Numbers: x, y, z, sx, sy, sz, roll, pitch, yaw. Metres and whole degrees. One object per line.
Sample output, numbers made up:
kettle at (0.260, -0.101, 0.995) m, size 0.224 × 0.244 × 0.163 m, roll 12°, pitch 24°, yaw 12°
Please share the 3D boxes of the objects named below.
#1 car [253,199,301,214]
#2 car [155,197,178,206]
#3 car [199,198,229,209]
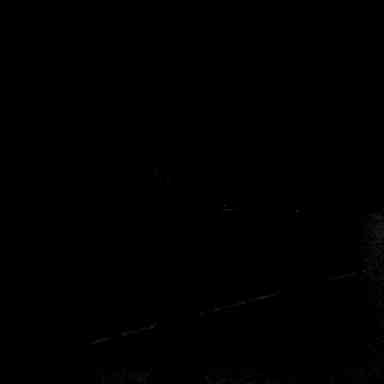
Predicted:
car at (9.006, 1.503, 35.719) m, size 2.033 × 1.411 × 5.357 m, roll 0°, pitch 0°, yaw -38°
car at (-4.423, 1.501, 52.759) m, size 2.033 × 1.411 × 5.357 m, roll 0°, pitch 0°, yaw -38°
car at (2.862, 1.519, 43.499) m, size 1.994 × 1.385 × 4.181 m, roll 0°, pitch 0°, yaw -39°
